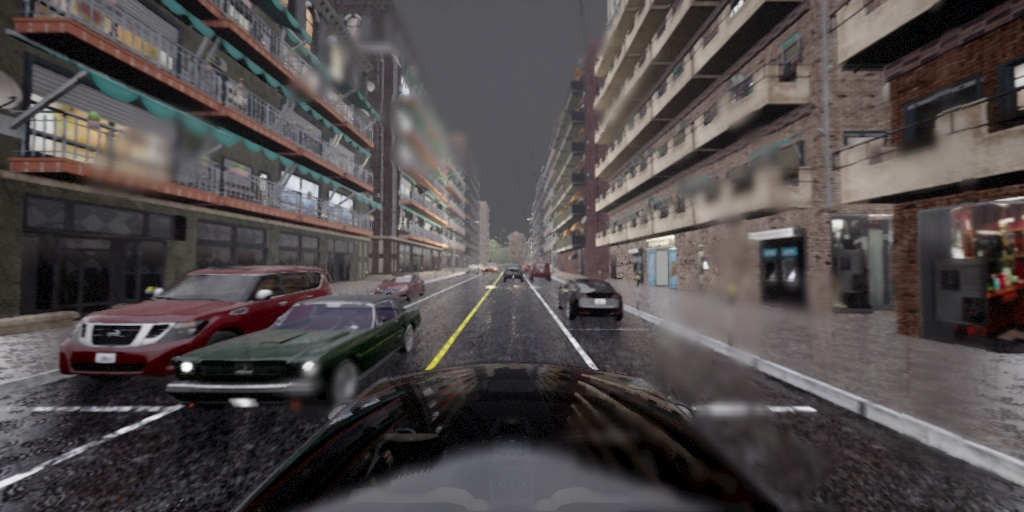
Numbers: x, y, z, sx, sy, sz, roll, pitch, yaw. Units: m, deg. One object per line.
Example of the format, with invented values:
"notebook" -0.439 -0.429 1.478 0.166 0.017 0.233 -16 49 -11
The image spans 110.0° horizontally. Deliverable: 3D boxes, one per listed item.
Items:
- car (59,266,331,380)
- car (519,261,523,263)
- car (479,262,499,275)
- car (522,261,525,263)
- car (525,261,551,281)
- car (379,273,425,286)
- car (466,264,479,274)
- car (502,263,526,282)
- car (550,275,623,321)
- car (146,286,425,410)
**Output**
"car" -5.687 1.138 7.519 2.192 1.841 5.009 0 0 0
"car" 0.105 1.808 46.497 2.128 1.511 4.902 0 -1 0
"car" -3.023 1.723 50.974 2.097 1.767 4.553 0 -1 1
"car" 2.724 1.700 52.020 2.192 1.841 5.009 0 0 0
"car" 2.712 1.488 35.318 2.192 1.841 5.009 0 0 0
"car" -5.679 1.545 18.654 1.802 1.307 4.207 0 0 0
"car" -5.657 1.937 52.059 2.007 1.370 4.403 0 0 0
"car" 0.117 1.662 34.308 1.837 1.490 4.892 0 -2 0
"car" 2.698 1.458 13.048 1.948 1.339 4.313 0 0 0
"car" -3.098 1.409 6.347 1.895 1.301 4.718 0 -1 0
